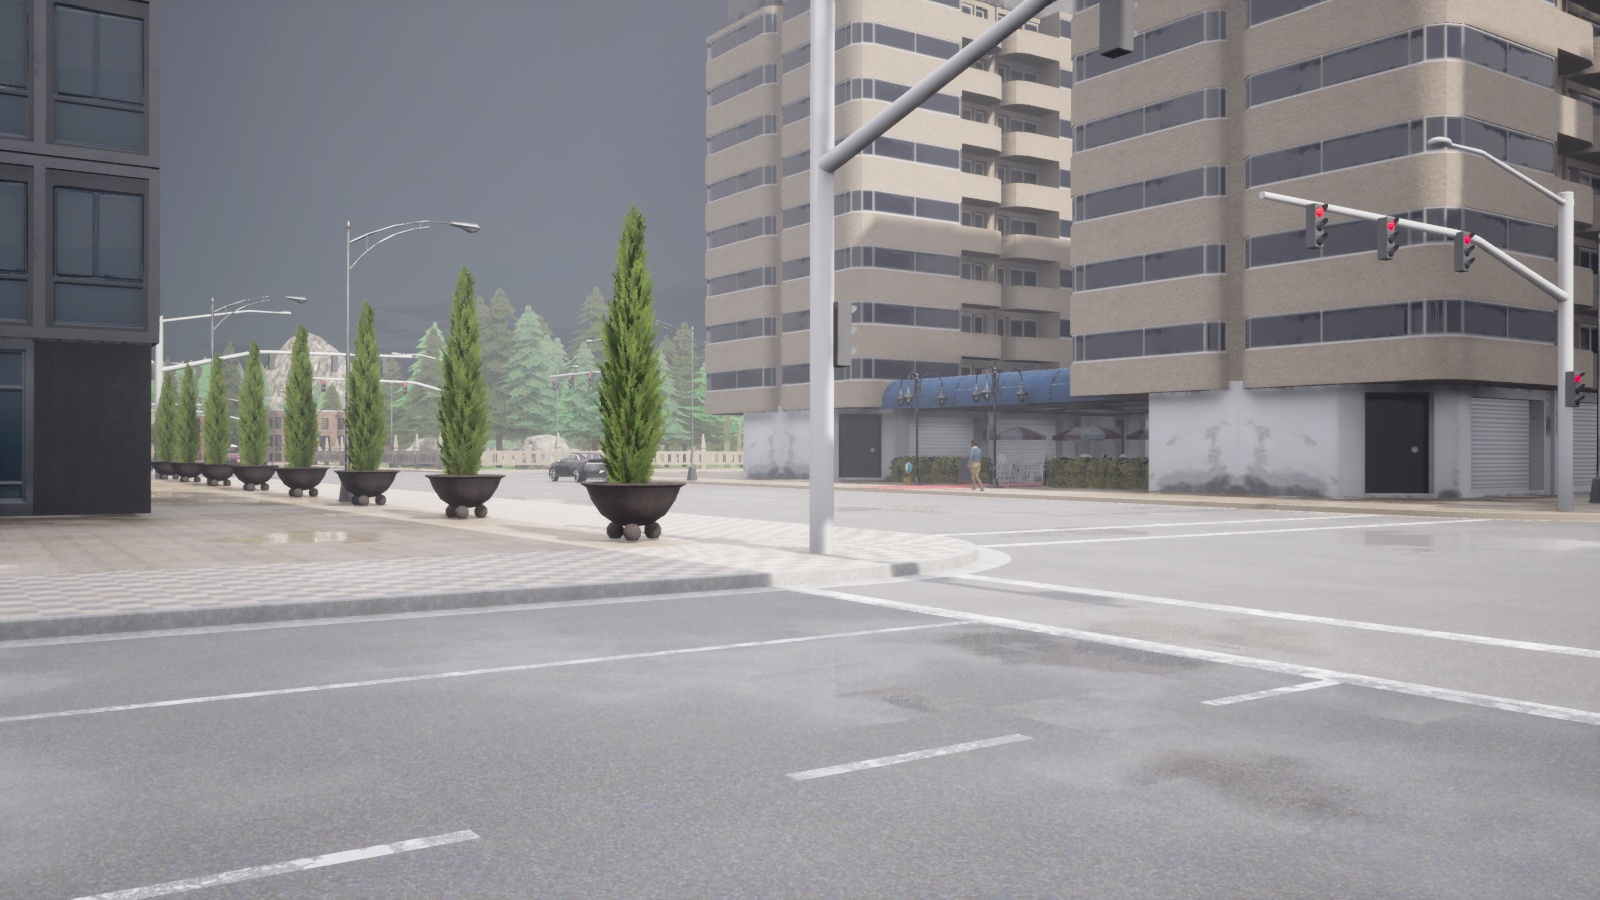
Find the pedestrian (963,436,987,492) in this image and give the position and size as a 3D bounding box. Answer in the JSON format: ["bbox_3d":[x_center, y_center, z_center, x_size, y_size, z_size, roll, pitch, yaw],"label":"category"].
[{"bbox_3d":[6.190,0.499,44.479,0.423,1.949,0.788,0,0,-36],"label":"pedestrian"}]

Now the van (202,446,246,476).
[{"bbox_3d":[-40.309,0.769,87.841,2.069,2.038,4.480,0,0,-34],"label":"van"}]

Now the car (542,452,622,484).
[{"bbox_3d":[-11.100,0.880,63.618,2.128,1.511,4.902,0,0,-34],"label":"car"}]
